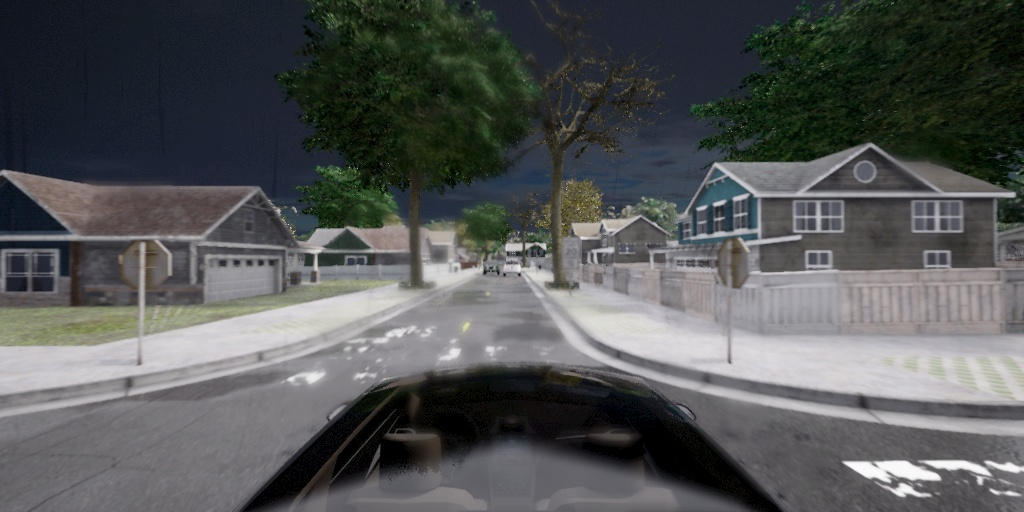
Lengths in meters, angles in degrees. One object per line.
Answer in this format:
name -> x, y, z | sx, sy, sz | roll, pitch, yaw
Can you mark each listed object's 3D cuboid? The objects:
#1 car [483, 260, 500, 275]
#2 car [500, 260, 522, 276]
car -> -2.743, 1.522, 49.058 | 2.150, 2.045, 5.566 | 0, -1, 0
car -> 0.007, 1.475, 44.948 | 2.150, 2.045, 5.566 | 0, -1, 0
